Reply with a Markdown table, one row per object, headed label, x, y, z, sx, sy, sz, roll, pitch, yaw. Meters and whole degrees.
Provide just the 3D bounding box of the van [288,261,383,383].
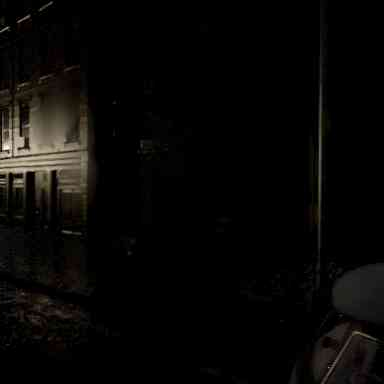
| label | x | y | z | sx | sy | sz | roll | pitch | yaw |
| --- | --- | --- | --- | --- | --- | --- | --- | --- | --- |
| van | 2.312 | 1.349 | 1.212 | 3.998 | 1.788 | 1.690 | 0 | 0 | 36 |
